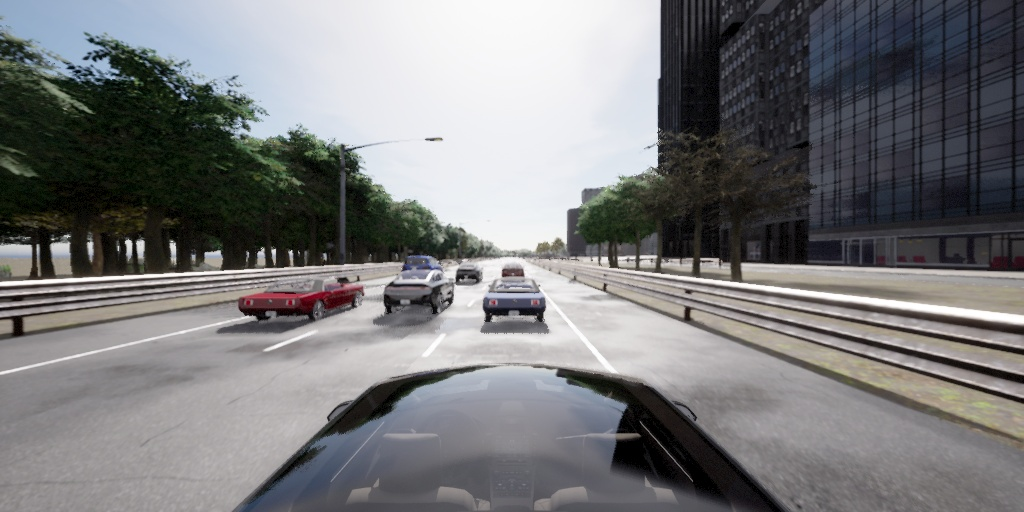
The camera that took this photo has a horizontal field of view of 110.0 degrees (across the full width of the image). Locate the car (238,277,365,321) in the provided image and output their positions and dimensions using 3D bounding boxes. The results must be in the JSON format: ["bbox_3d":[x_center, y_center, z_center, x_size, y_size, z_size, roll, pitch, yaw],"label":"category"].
[{"bbox_3d":[-6.925,1.381,12.543,1.895,1.301,4.718,0,0,0],"label":"car"}]

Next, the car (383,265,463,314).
[{"bbox_3d":[-3.422,1.275,13.945,2.128,1.511,4.902,0,0,0],"label":"car"}]

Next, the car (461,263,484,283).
[{"bbox_3d":[-3.429,1.323,29.248,1.837,1.490,4.892,0,0,0],"label":"car"}]

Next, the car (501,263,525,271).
[{"bbox_3d":[0.073,1.299,30.674,1.882,1.535,5.008,0,0,0],"label":"car"}]

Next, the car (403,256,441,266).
[{"bbox_3d":[-6.929,1.037,28.174,2.150,2.045,5.566,0,0,0],"label":"car"}]

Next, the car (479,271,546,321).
[{"bbox_3d":[0.076,1.381,12.583,1.895,1.301,4.718,0,0,0],"label":"car"}]
